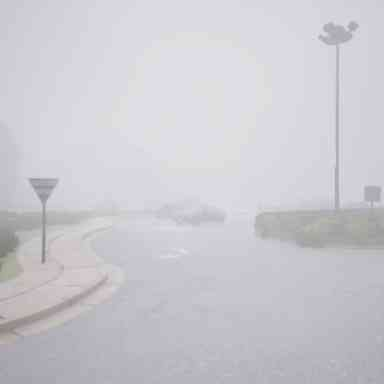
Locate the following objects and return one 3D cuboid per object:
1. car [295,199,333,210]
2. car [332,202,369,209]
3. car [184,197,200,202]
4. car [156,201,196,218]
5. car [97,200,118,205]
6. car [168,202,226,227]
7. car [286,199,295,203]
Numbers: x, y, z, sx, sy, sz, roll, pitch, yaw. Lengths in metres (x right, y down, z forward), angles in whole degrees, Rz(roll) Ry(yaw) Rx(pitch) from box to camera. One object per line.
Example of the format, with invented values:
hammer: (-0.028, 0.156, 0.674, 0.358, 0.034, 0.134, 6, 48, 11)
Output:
car: (16.375, 1.737, 43.532, 1.932, 1.855, 4.605, 1, -1, -36)
car: (19.170, 1.923, 39.235, 4.892, 1.490, 1.837, 1, -1, -33)
car: (0.311, 1.660, 48.165, 1.905, 1.878, 3.866, 1, -1, -36)
car: (-1.622, 1.724, 30.059, 1.784, 1.438, 3.905, 1, -1, -36)
car: (-10.210, 1.718, 39.712, 1.816, 1.474, 4.193, 1, -1, -36)
car: (0.717, 1.708, 24.752, 1.812, 1.442, 4.674, 0, -1, 41)
car: (19.802, 2.067, 62.514, 2.242, 1.667, 4.611, 1, -1, -36)
